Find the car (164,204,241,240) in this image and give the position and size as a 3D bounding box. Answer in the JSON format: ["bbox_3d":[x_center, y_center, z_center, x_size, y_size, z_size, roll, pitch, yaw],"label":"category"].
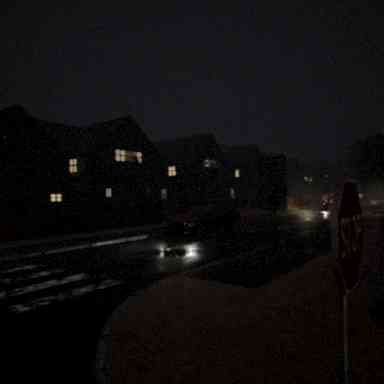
[{"bbox_3d":[0.664,1.409,17.026,1.882,1.535,5.008,-2,-1,38],"label":"car"}]

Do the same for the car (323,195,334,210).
[{"bbox_3d":[16.143,1.063,36.833,2.097,1.767,4.553,-2,-1,38],"label":"car"}]
